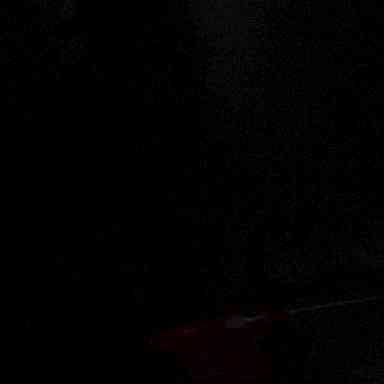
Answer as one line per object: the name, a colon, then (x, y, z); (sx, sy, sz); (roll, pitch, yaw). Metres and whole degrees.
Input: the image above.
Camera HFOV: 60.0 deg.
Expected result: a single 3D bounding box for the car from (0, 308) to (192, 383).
car: (-2.416, 1.619, 2.043); (4.718, 1.301, 1.895); (-1, 0, -34)
